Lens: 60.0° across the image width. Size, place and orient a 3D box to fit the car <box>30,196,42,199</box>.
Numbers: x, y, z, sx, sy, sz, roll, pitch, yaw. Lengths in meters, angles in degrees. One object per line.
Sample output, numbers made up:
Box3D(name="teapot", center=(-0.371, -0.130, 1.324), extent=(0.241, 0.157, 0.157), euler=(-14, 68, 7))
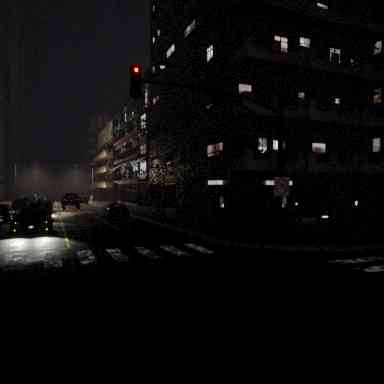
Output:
Box3D(name="car", center=(-16.168, 1.470, 36.310), extent=(2.128, 1.511, 4.902), euler=(0, 0, -23))

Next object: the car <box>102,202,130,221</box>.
Box3D(name="car", center=(-6.306, 1.534, 27.445), extent=(2.008, 1.369, 4.403), euler=(-1, 0, -23))

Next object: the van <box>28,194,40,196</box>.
Box3D(name="van", center=(-29.316, 1.308, 60.725), extent=(1.690, 1.788, 3.998), euler=(-1, 0, -23))

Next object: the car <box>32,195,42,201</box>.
Box3D(name="car", center=(-38.042, 1.508, 81.592), extent=(2.008, 1.369, 4.403), euler=(-1, 0, -23))

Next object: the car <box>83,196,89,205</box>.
Box3D(name="car", center=(-19.401, 1.407, 58.744), extent=(1.967, 1.590, 4.097), euler=(-1, 0, -23))

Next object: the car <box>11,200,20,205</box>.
Box3D(name="car", center=(-14.037, 1.552, 24.211), extent=(1.947, 1.339, 4.313), euler=(-1, 0, -23))

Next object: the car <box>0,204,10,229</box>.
Box3D(name="car", center=(-11.789, 1.514, 18.837), extent=(1.752, 1.417, 4.829), euler=(-1, 0, -23))

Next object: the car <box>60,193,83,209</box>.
Box3D(name="car", center=(-16.455, 1.189, 45.026), extent=(2.150, 2.045, 5.566), euler=(0, -1, -23))

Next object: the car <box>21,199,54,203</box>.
Box3D(name="car", center=(-12.313, 1.531, 26.931), extent=(2.033, 1.411, 5.357), euler=(0, 0, -22))

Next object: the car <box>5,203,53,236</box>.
Box3D(name="car", center=(-8.722, 1.552, 18.272), extent=(1.994, 1.385, 4.181), euler=(0, 0, -23))

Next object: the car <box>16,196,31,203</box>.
Box3D(name="car", center=(-20.583, 1.522, 39.860), extent=(1.887, 1.381, 4.507), euler=(-1, 0, -23))

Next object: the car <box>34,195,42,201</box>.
Box3D(name="car", center=(-40.224, 1.537, 86.809), extent=(1.802, 1.307, 4.206), euler=(-1, 0, -23))

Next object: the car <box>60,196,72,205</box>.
Box3D(name="car", center=(-22.423, 1.492, 59.294), extent=(1.812, 1.442, 4.674), euler=(0, 0, -23))
